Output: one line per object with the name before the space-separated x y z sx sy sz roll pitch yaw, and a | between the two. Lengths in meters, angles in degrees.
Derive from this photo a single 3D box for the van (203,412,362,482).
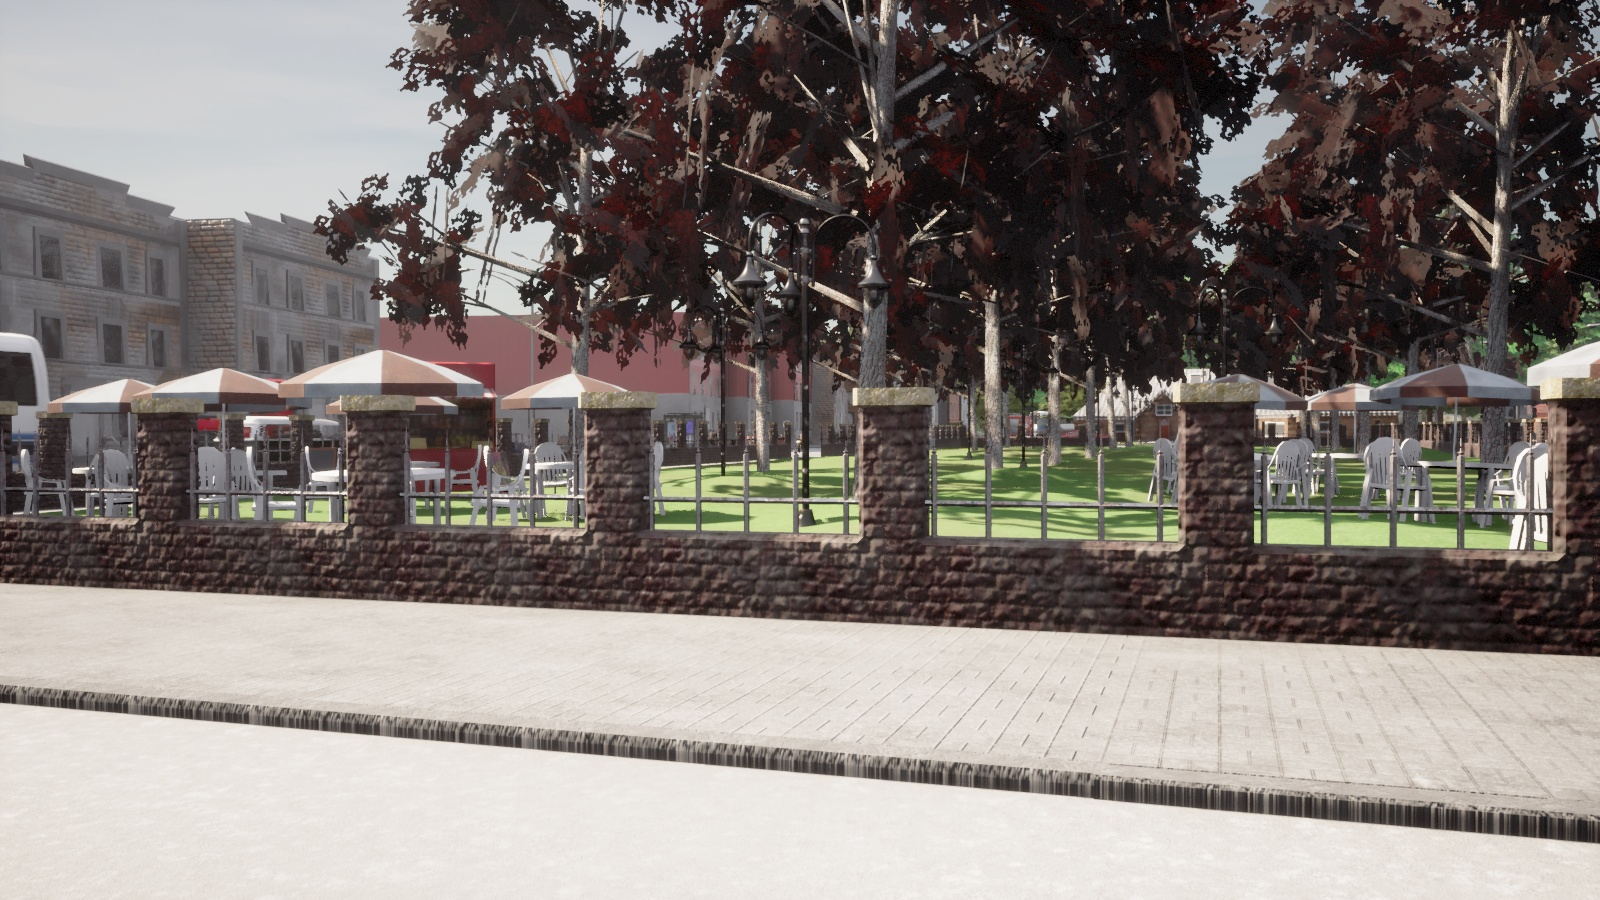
van | -15.758 -0.126 38.530 2.069 2.038 4.480 1 1 18

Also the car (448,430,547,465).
car | -13.737 -0.143 57.309 2.163 1.488 4.792 1 1 18

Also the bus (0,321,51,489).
bus | -23.199 -1.098 28.788 3.944 4.253 10.273 1 1 18

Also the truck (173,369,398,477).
truck | -17.961 -0.936 44.566 2.891 3.462 7.936 1 1 18

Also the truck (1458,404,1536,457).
truck | 47.844 -1.360 86.422 2.891 3.462 7.936 0 1 15
